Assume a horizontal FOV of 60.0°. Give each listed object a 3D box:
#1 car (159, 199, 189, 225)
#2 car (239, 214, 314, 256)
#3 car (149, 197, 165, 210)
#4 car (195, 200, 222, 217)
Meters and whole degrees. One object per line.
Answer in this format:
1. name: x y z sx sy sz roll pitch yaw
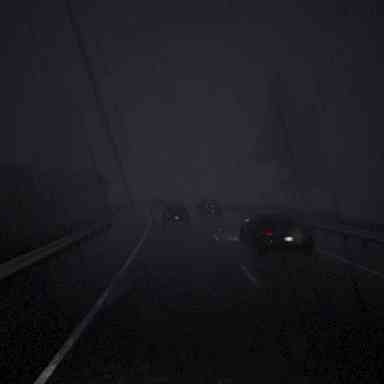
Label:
1. car: -1.233 1.489 23.955 1.812 1.442 4.674 0 0 -6
2. car: 3.133 1.540 13.117 1.994 1.385 4.181 0 0 -3
3. car: -4.112 1.444 40.995 1.837 1.490 4.892 0 0 -13
4. car: 1.440 1.442 30.653 2.128 1.511 4.902 0 0 -8
